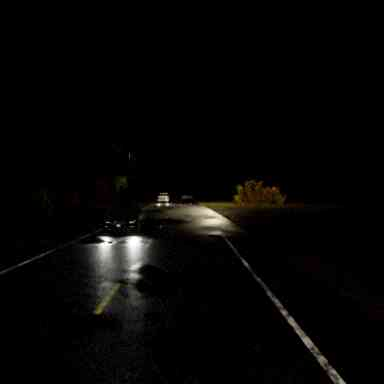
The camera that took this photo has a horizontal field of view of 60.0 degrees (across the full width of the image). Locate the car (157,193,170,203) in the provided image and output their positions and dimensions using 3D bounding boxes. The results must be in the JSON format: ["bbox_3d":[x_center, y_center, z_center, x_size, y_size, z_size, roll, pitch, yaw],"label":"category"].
[{"bbox_3d":[-5.531,1.185,64.731,2.150,2.045,5.566,0,0,-2],"label":"car"}]

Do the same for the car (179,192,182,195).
[{"bbox_3d":[-1.442,1.381,74.539,1.882,1.535,5.008,0,0,-3],"label":"car"}]

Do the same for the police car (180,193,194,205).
[{"bbox_3d":[-0.671,1.364,58.667,1.930,1.638,5.238,0,0,-3],"label":"police car"}]

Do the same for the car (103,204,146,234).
[{"bbox_3d":[-3.821,1.503,19.482,1.837,1.490,4.892,0,0,-1],"label":"car"}]

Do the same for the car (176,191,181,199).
[{"bbox_3d":[-3.388,1.254,93.273,2.033,1.411,5.357,0,0,-3],"label":"car"}]
